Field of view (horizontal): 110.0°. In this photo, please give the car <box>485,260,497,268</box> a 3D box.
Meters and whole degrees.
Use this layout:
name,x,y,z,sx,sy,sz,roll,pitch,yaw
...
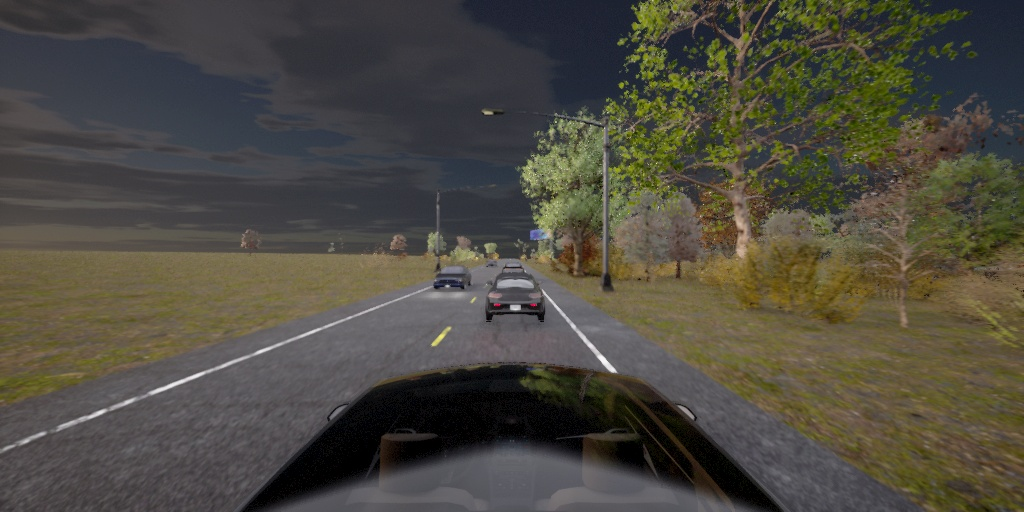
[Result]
name,x,y,z,sx,sy,sz,roll,pitch,yaw
car,-3.555,1.341,62.649,1.994,1.385,4.181,0,0,1

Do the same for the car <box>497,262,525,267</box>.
name,x,y,z,sx,sy,sz,roll,pitch,yaw
car,0.094,1.251,30.256,2.128,1.511,4.902,0,0,0

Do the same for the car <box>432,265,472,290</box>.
name,x,y,z,sx,sy,sz,roll,pitch,yaw
car,-3.607,1.303,22.695,2.033,1.411,5.357,0,0,0

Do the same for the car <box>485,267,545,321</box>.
name,x,y,z,sx,sy,sz,roll,pitch,yaw
car,0.097,1.278,12.349,1.812,1.442,4.674,0,0,0
